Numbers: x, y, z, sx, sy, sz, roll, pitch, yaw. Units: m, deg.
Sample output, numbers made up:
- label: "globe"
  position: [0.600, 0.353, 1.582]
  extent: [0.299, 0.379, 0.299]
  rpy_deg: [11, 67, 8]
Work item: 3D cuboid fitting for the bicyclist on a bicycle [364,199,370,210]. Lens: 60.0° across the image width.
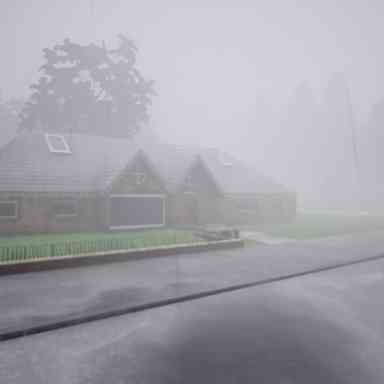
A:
- label: "bicyclist on a bicycle"
  position: [24.412, 1.779, 46.392]
  extent: [1.656, 1.620, 0.582]
  rpy_deg: [0, 0, -35]
